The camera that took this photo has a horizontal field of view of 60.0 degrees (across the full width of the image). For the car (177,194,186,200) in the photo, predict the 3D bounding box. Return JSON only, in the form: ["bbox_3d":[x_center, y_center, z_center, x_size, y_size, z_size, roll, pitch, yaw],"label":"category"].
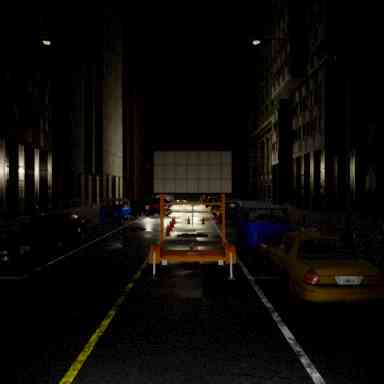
[{"bbox_3d":[-2.800,1.382,90.012,2.097,1.767,4.553,0,0,0],"label":"car"}]

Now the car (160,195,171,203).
[{"bbox_3d":[-5.610,1.453,70.029,1.967,1.590,4.097,0,0,0],"label":"car"}]

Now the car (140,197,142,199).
[{"bbox_3d":[-5.685,1.571,36.208,1.947,1.339,4.313,0,0,0],"label":"car"}]

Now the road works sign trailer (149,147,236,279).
[{"bbox_3d":[0.022,0.465,9.977,2.380,3.560,2.880,0,0,0],"label":"road works sign trailer"}]

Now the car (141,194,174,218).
[{"bbox_3d":[-3.031,1.356,30.577,2.097,1.767,4.553,0,0,0],"label":"car"}]

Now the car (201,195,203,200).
[{"bbox_3d":[2.878,1.575,53.109,1.947,1.339,4.313,0,0,0],"label":"car"}]

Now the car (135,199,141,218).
[{"bbox_3d":[-5.697,1.570,30.572,1.947,1.339,4.313,0,0,0],"label":"car"}]

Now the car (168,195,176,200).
[{"bbox_3d":[-5.560,1.572,92.575,2.008,1.369,4.403,0,0,0],"label":"car"}]

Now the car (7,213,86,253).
[{"bbox_3d":[-5.735,1.567,13.661,1.947,1.339,4.313,0,0,0],"label":"car"}]

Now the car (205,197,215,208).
[{"bbox_3d":[2.840,1.556,36.200,2.008,1.369,4.403,0,0,0],"label":"car"}]

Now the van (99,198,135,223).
[{"bbox_3d":[-5.711,1.344,24.935,1.690,1.788,3.998,0,0,0],"label":"van"}]

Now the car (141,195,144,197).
[{"bbox_3d":[-5.673,1.321,41.845,2.192,1.841,5.009,0,0,0],"label":"car"}]

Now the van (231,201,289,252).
[{"bbox_3d":[2.789,1.342,13.655,1.690,1.788,3.998,0,0,0],"label":"van"}]

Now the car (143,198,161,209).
[{"bbox_3d":[-5.660,1.552,47.482,1.887,1.381,4.507,0,0,0],"label":"car"}]

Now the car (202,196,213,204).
[{"bbox_3d":[2.903,1.556,64.382,1.887,1.381,4.507,0,0,0],"label":"car"}]

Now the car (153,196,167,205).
[{"bbox_3d":[-5.635,1.450,58.755,1.967,1.590,4.097,0,0,0],"label":"car"}]

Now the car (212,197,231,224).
[{"bbox_3d":[2.815,1.443,24.928,1.967,1.590,4.097,0,0,0],"label":"car"}]

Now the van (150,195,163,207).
[{"bbox_3d":[-5.648,1.350,53.119,1.690,1.788,3.998,0,0,0],"label":"van"}]

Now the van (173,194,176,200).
[{"bbox_3d":[-5.585,1.357,81.302,1.690,1.788,3.998,0,0,0],"label":"van"}]

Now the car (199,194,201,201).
[{"bbox_3d":[2.890,1.325,58.746,2.192,1.841,5.009,0,0,0],"label":"car"}]

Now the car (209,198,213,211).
[{"bbox_3d":[2.828,1.529,30.734,1.752,1.417,4.829,0,0,0],"label":"car"}]

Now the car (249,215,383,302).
[{"bbox_3d":[2.778,1.526,8.189,1.752,1.417,4.829,0,0,0],"label":"car"}]

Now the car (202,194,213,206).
[{"bbox_3d":[2.865,1.448,47.472,1.967,1.590,4.097,0,0,0],"label":"car"}]

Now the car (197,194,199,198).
[{"bbox_3d":[2.940,1.456,81.290,1.967,1.590,4.097,0,0,0],"label":"car"}]
